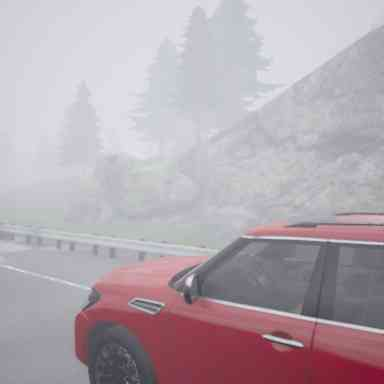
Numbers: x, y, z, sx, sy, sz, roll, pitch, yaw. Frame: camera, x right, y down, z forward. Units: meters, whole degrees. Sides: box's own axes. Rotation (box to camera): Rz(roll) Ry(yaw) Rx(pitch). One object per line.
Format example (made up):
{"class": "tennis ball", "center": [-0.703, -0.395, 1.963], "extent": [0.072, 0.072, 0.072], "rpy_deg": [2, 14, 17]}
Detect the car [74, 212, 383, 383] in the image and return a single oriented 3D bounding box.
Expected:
{"class": "car", "center": [1.306, 1.221, 3.059], "extent": [5.566, 2.045, 2.150], "rpy_deg": [0, 0, 36]}
